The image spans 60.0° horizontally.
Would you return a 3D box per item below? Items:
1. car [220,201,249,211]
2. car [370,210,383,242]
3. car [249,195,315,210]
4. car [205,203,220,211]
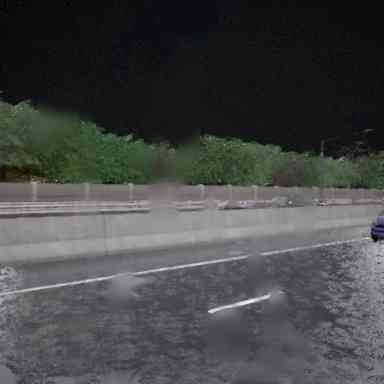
[{"bbox_3d":[5.401,1.615,29.346,5.357,1.411,2.033,0,0,-36],"label":"car"},{"bbox_3d":[10.286,1.409,15.390,4.553,1.767,2.097,0,0,-36],"label":"car"},{"bbox_3d":[7.485,1.290,26.536,5.566,2.045,2.150,0,0,-35],"label":"car"},{"bbox_3d":[3.405,1.593,32.222,4.674,1.442,1.812,0,0,-35],"label":"car"}]
